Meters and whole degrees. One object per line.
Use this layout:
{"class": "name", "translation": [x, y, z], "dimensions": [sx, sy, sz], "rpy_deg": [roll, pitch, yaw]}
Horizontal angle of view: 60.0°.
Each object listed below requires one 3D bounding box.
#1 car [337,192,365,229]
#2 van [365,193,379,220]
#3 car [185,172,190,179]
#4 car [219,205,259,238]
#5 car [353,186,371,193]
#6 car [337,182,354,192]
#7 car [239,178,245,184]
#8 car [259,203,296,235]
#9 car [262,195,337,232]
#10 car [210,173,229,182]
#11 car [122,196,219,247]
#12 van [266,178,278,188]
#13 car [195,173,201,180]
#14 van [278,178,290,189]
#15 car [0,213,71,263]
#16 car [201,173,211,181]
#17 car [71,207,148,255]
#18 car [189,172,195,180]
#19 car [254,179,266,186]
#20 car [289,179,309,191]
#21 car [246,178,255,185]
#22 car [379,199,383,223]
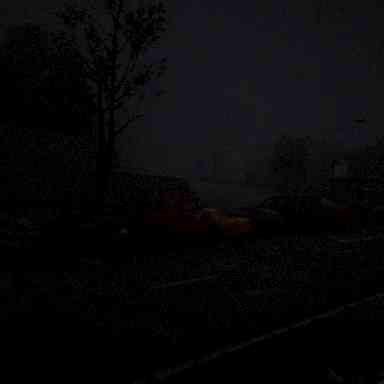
{"class": "car", "translation": [7.957, 1.231, 22.020], "dimensions": [5.566, 2.045, 2.435], "rpy_deg": [-1, -1, 35]}
{"class": "van", "translation": [10.502, 1.255, 23.680], "dimensions": [4.442, 1.987, 1.878], "rpy_deg": [-1, -1, 35]}
{"class": "car", "translation": [0.278, -4.462, 93.217], "dimensions": [2.435, 2.045, 5.566], "rpy_deg": [1, -1, 35]}
{"class": "car", "translation": [0.390, 1.484, 16.960], "dimensions": [5.366, 1.575, 1.946], "rpy_deg": [-1, -1, 35]}
{"class": "car", "translation": [27.919, 0.035, 53.853], "dimensions": [2.002, 1.452, 4.674], "rpy_deg": [7, 3, 35]}
{"class": "car", "translation": [26.237, -0.527, 56.332], "dimensions": [2.435, 2.045, 5.566], "rpy_deg": [7, 3, 35]}
{"class": "car", "translation": [12.465, -2.418, 76.117], "dimensions": [2.002, 1.452, 4.674], "rpy_deg": [7, 3, 35]}
{"class": "car", "translation": [3.003, 1.524, 18.578], "dimensions": [4.674, 1.452, 2.002], "rpy_deg": [-1, -1, 35]}
{"class": "car", "translation": [5.436, 1.232, 20.325], "dimensions": [5.566, 2.045, 2.435], "rpy_deg": [-1, -1, 35]}
{"class": "car", "translation": [7.389, -3.277, 83.647], "dimensions": [1.946, 1.575, 5.366], "rpy_deg": [7, 3, 34]}
{"class": "car", "translation": [-1.938, 1.235, 15.142], "dimensions": [5.566, 2.045, 2.435], "rpy_deg": [-1, 0, 35]}
{"class": "van", "translation": [17.585, -1.865, 68.584], "dimensions": [1.878, 1.987, 4.442], "rpy_deg": [7, 4, 35]}
{"class": "car", "translation": [3.761, -3.951, 88.386], "dimensions": [2.185, 1.767, 4.553], "rpy_deg": [6, 3, 34]}
{"class": "van", "translation": [19.304, -1.592, 66.106], "dimensions": [1.878, 1.987, 4.442], "rpy_deg": [7, 4, 35]}
{"class": "car", "translation": [-6.816, 1.492, 11.670], "dimensions": [4.892, 1.521, 2.231], "rpy_deg": [-1, -1, 35]}
{"class": "car", "translation": [5.546, -3.799, 85.913], "dimensions": [2.435, 2.045, 5.566], "rpy_deg": [7, 4, 34]}
{"class": "car", "translation": [-4.389, 1.517, 13.407], "dimensions": [4.792, 1.488, 2.163], "rpy_deg": [-1, 0, 35]}
{"class": "car", "translation": [2.041, -4.185, 90.863], "dimensions": [2.185, 1.767, 4.553], "rpy_deg": [4, 1, 34]}
{"class": "car", "translation": [16.021, -1.913, 71.321], "dimensions": [1.946, 1.575, 5.366], "rpy_deg": [7, 3, 35]}
{"class": "car", "translation": [21.055, -1.093, 63.737], "dimensions": [2.231, 1.521, 4.892], "rpy_deg": [7, 3, 35]}
{"class": "car", "translation": [14.199, -2.144, 73.649], "dimensions": [2.002, 1.452, 4.674], "rpy_deg": [7, 4, 35]}
{"class": "car", "translation": [12.918, 1.356, 25.421], "dimensions": [4.553, 1.767, 2.185], "rpy_deg": [-1, -1, 36]}
